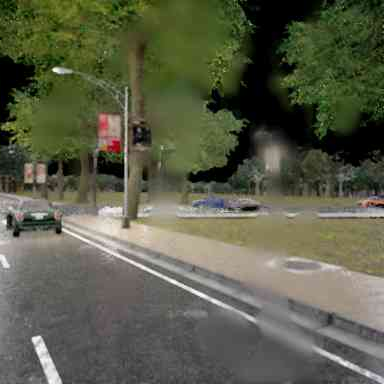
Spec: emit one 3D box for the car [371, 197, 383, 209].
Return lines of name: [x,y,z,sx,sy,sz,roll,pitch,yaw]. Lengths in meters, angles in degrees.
car: [26.742,1.719,43.925,4.718,1.301,1.895,1,0,-9]

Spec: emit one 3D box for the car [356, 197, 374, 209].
car: [25.696,1.429,47.042,4.553,1.767,2.097,1,0,-10]

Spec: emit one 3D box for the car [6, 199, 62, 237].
car: [-8.129,1.140,16.967,2.097,1.767,4.553,0,1,-33]

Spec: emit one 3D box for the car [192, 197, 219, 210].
car: [2.630,1.300,39.728,5.008,1.535,1.882,1,0,-10]

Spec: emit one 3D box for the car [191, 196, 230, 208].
car: [2.391,1.319,42.986,4.674,1.442,1.812,1,0,-10]

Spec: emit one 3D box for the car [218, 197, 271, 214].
car: [5.559,1.403,33.464,4.902,1.511,2.128,1,0,-10]
